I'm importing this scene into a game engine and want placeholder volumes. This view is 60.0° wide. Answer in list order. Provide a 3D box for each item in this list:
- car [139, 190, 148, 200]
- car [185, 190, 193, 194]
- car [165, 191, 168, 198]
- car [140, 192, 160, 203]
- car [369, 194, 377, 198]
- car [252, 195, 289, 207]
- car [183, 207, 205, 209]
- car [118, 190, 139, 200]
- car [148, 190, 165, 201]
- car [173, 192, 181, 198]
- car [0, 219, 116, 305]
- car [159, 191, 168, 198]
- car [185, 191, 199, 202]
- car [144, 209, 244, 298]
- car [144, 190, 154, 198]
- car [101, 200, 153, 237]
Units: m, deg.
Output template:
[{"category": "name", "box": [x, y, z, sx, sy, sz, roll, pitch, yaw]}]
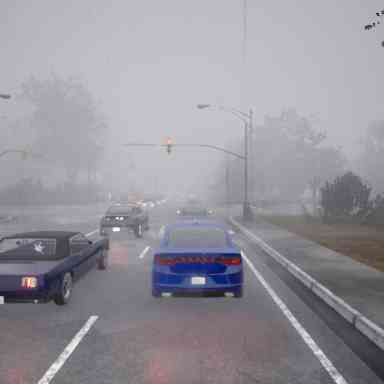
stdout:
[{"category": "car", "box": [-10.449, 0.709, 63.428, 2.150, 2.045, 5.566, 0, 1, 0]}, {"category": "car", "box": [-0.749, 0.327, 92.056, 2.150, 2.045, 5.566, 0, 1, -5]}, {"category": "car", "box": [-6.968, 0.957, 74.287, 1.895, 1.301, 4.718, 0, 1, -1]}, {"category": "car", "box": [-6.995, 1.127, 55.454, 1.994, 1.385, 4.181, 0, 1, 0]}, {"category": "car", "box": [22.996, 1.023, 43.292, 4.553, 1.767, 2.097, 0, 0, -3]}, {"category": "car", "box": [9.853, 1.180, 42.679, 4.892, 1.490, 1.837, 0, 1, 0]}, {"category": "car", "box": [0.130, 1.458, 17.513, 1.994, 1.385, 4.181, 0, 0, 0]}, {"category": "car", "box": [-10.524, 0.930, 53.845, 2.097, 1.767, 4.553, 0, 0, 1]}, {"category": "car", "box": [-6.951, 0.956, 64.262, 1.882, 1.535, 5.008, 0, 1, 0]}, {"category": "car", "box": [-3.839, 0.741, 85.603, 2.033, 1.411, 5.357, 0, 1, -4]}, {"category": "car", "box": [-3.385, 1.573, 7.986, 1.895, 1.301, 4.718, 0, 0, 0]}, {"category": "car", "box": [-7.284, 0.571, 84.521, 2.097, 1.767, 4.553, 0, 1, -3]}, {"category": "car", "box": [0.171, 1.047, 59.979, 1.812, 1.442, 4.674, 0, 1, 0]}, {"category": "car", "box": [0.116, 1.446, 8.531, 1.882, 1.535, 5.008, 0, 0, 0]}, {"category": "car", "box": [-10.774, 0.445, 84.223, 2.150, 2.045, 5.566, 0, 1, -3]}, {"category": "car", "box": [-3.370, 1.402, 17.237, 1.837, 1.490, 4.892, 0, 0, 0]}]
